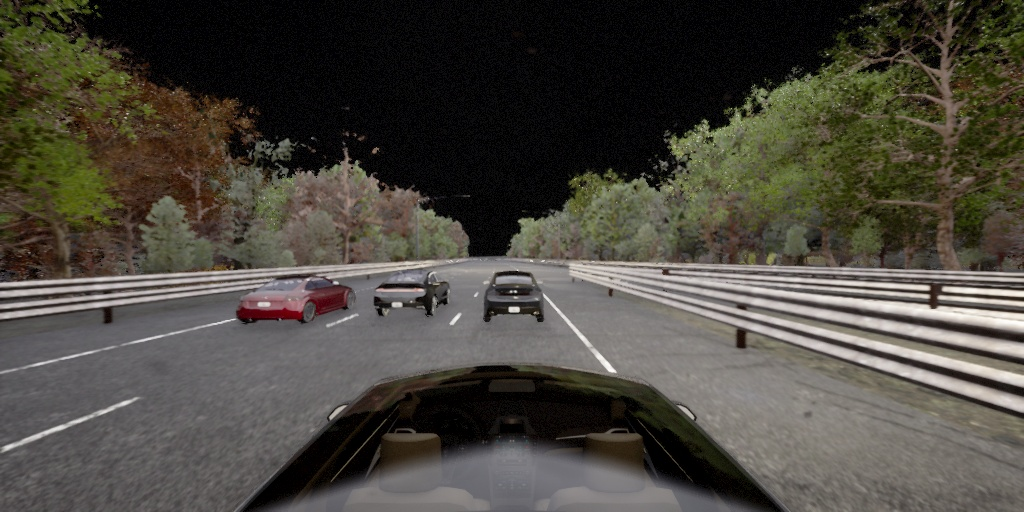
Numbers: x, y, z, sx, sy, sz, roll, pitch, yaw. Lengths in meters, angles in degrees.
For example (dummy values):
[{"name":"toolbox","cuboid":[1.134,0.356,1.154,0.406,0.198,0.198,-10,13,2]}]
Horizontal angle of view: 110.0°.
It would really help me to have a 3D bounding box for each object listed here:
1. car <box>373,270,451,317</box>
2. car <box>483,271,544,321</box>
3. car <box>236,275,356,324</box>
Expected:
[{"name":"car","cuboid":[-3.462,1.254,13.176,2.128,1.511,4.902,0,0,0]},{"name":"car","cuboid":[0.045,1.265,12.485,1.837,1.490,4.892,0,0,0]},{"name":"car","cuboid":[-6.954,1.326,12.036,1.994,1.385,4.181,0,0,0]}]
